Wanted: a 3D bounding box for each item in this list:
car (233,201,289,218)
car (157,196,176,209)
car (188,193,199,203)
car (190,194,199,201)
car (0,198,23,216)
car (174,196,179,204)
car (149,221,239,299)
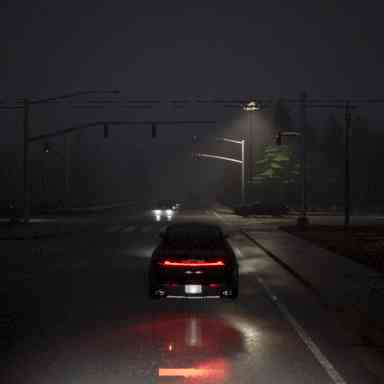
[{"bbox_3d":[6.134,1.516,29.696,4.902,1.511,2.128,0,0,0],"label":"car"},{"bbox_3d":[-3.599,1.601,44.843,1.895,1.301,4.718,0,0,0],"label":"car"},{"bbox_3d":[0.296,1.224,70.472,2.150,2.045,5.566,0,0,2],"label":"car"},{"bbox_3d":[0.567,1.355,80.865,2.097,1.767,4.553,0,0,2],"label":"car"},{"bbox_3d":[-17.949,1.379,30.164,4.553,1.767,2.097,0,0,1],"label":"car"},{"bbox_3d":[-3.576,1.477,54.125,1.882,1.535,5.008,0,0,0],"label":"car"},{"bbox_3d":[0.047,1.501,8.439,1.837,1.490,4.892,0,0,1],"label":"car"}]
